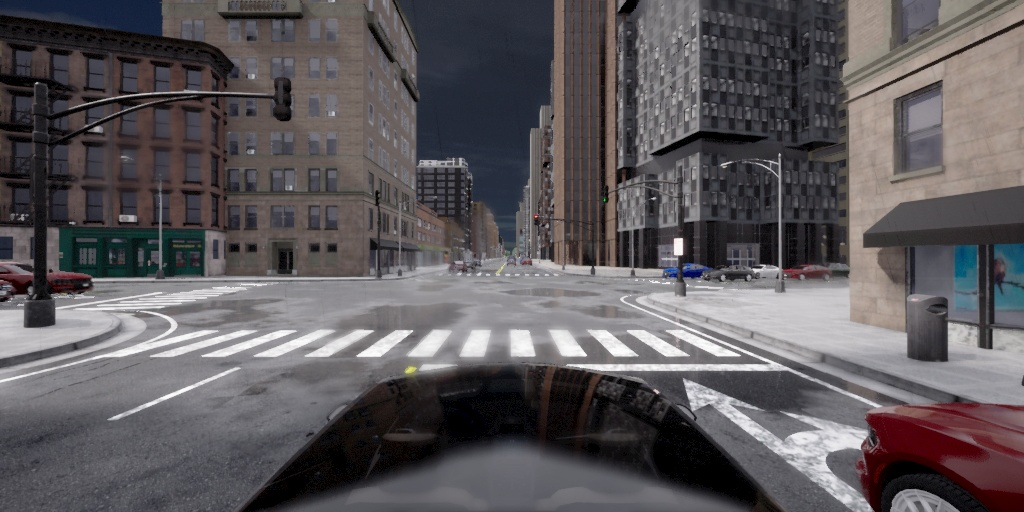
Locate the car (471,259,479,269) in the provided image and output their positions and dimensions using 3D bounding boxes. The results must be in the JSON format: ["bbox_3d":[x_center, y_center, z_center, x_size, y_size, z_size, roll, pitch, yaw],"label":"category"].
[{"bbox_3d":[-6.676,1.252,54.688,2.128,1.511,4.902,0,0,0],"label":"car"}]

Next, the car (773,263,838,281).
[{"bbox_3d":[28.334,1.593,34.618,5.008,1.535,1.882,1,0,-15],"label":"car"}]

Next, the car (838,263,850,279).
[{"bbox_3d":[35.023,1.570,39.641,4.553,1.767,2.097,1,0,-13],"label":"car"}]

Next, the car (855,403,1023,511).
[{"bbox_3d":[3.352,1.228,0.423,1.882,1.535,5.008,0,0,0],"label":"car"}]

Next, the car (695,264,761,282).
[{"bbox_3d":[19.283,1.514,32.048,4.892,1.490,1.837,1,0,-17],"label":"car"}]

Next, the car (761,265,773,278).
[{"bbox_3d":[26.014,1.639,37.360,4.674,1.442,1.812,1,0,-15],"label":"car"}]

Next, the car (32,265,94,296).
[{"bbox_3d":[-20.971,0.978,14.885,5.008,1.535,1.882,0,0,-17],"label":"car"}]

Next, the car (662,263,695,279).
[{"bbox_3d":[17.031,1.486,34.791,5.008,1.535,1.882,1,0,-16],"label":"car"}]

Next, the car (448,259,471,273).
[{"bbox_3d":[-6.666,1.284,44.727,1.812,1.442,4.674,0,0,0],"label":"car"}]

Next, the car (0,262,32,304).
[{"bbox_3d":[-19.951,1.011,11.791,4.674,1.442,1.812,0,0,-17],"label":"car"}]
